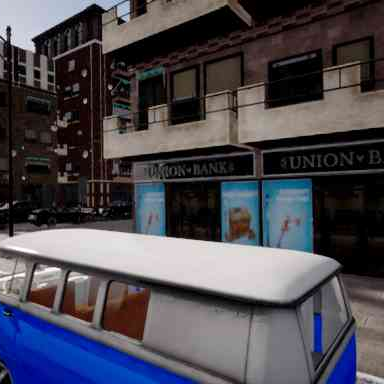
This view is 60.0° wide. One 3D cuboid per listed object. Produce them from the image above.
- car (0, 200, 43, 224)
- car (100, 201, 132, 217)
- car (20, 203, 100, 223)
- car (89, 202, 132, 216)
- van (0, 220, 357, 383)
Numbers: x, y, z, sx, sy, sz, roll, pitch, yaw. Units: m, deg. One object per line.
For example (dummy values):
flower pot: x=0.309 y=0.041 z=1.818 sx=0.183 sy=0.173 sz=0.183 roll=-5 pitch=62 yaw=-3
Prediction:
car: x=-13.446 y=1.469 z=25.733 sx=2.097 sy=1.767 sz=4.553 roll=-1 pitch=-1 yaw=36
car: x=-7.370 y=1.667 z=34.064 sx=2.128 sy=1.511 sz=4.902 roll=-1 pitch=-1 yaw=36
car: x=-8.722 y=1.580 z=22.381 sx=1.947 sy=1.339 sz=4.313 roll=-2 pitch=-1 yaw=36
car: x=-8.851 y=1.793 z=36.432 sx=1.947 sy=1.339 sz=4.313 roll=-2 pitch=-1 yaw=36
van: x=-0.549 y=1.341 z=3.242 sx=3.998 sy=1.788 sz=1.690 roll=0 pitch=-1 yaw=35
